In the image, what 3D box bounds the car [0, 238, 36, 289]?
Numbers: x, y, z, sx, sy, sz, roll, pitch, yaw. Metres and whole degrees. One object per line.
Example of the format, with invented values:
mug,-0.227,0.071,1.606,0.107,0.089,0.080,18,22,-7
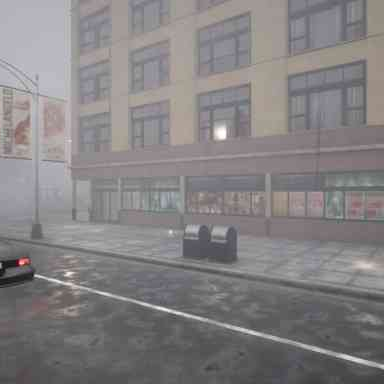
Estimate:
car,-6.000,1.547,8.142,5.357,1.411,2.033,0,0,35
